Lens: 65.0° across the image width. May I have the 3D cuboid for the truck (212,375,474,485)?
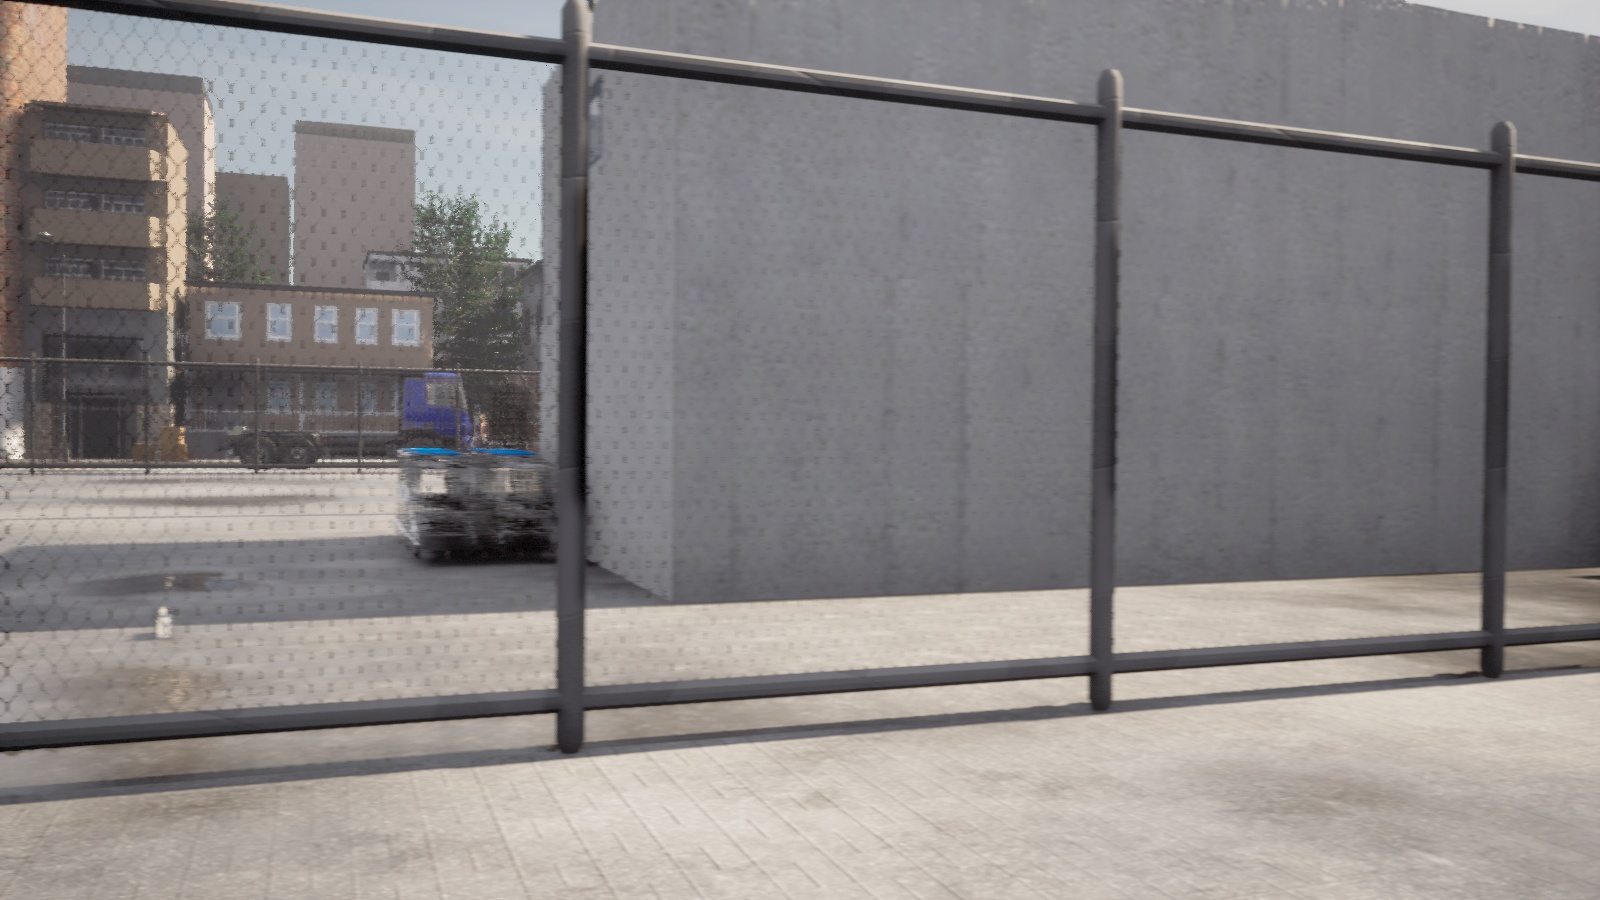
[{"bbox_3d":[-15.193,-0.707,42.230,7.936,3.462,2.891,-1,1,-19],"label":"truck"}]

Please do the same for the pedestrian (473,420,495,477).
[{"bbox_3d":[-10.169,-0.040,40.415,0.594,1.836,0.345,0,1,17],"label":"pedestrian"}]
